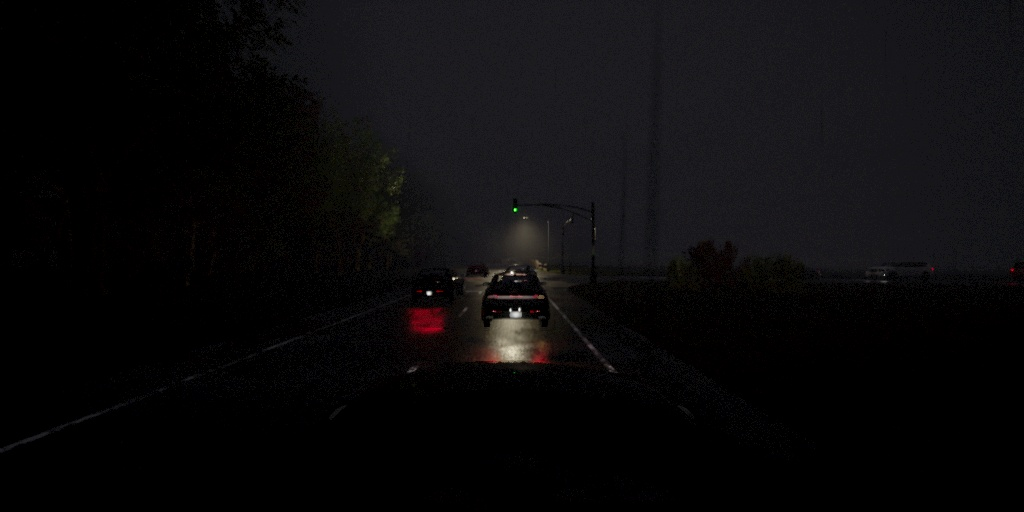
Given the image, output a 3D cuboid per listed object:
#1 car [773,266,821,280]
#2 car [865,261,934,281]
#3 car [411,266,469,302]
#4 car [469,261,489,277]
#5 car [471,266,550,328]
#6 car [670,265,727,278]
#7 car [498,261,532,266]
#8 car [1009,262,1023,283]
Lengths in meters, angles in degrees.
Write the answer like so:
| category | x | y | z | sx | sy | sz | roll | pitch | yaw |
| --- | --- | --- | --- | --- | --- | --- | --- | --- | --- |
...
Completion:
| category | x | y | z | sx | sy | sz | roll | pitch | yaw |
| --- | --- | --- | --- | --- | --- | --- | --- | --- | --- |
| car | 29.348 | 1.727 | 37.139 | 4.181 | 1.385 | 1.994 | 1 | -1 | 1 |
| car | 40.068 | 1.501 | 37.097 | 5.566 | 2.045 | 2.150 | 1 | -1 | 0 |
| car | -3.405 | 1.275 | 17.129 | 1.837 | 1.490 | 4.892 | 0 | 0 | 0 |
| car | -3.414 | 1.271 | 36.658 | 1.882 | 1.535 | 5.008 | 0 | 0 | 0 |
| car | 0.097 | 1.255 | 11.405 | 2.128 | 1.511 | 4.902 | 0 | 0 | 0 |
| car | 19.401 | 1.603 | 37.186 | 5.357 | 1.411 | 2.033 | 1 | -1 | 0 |
| car | 0.624 | 1.269 | 23.135 | 2.128 | 1.511 | 4.902 | 0 | 0 | 9 |
| car | 50.266 | 1.548 | 33.449 | 5.566 | 2.045 | 2.150 | 1 | -1 | 1 |
